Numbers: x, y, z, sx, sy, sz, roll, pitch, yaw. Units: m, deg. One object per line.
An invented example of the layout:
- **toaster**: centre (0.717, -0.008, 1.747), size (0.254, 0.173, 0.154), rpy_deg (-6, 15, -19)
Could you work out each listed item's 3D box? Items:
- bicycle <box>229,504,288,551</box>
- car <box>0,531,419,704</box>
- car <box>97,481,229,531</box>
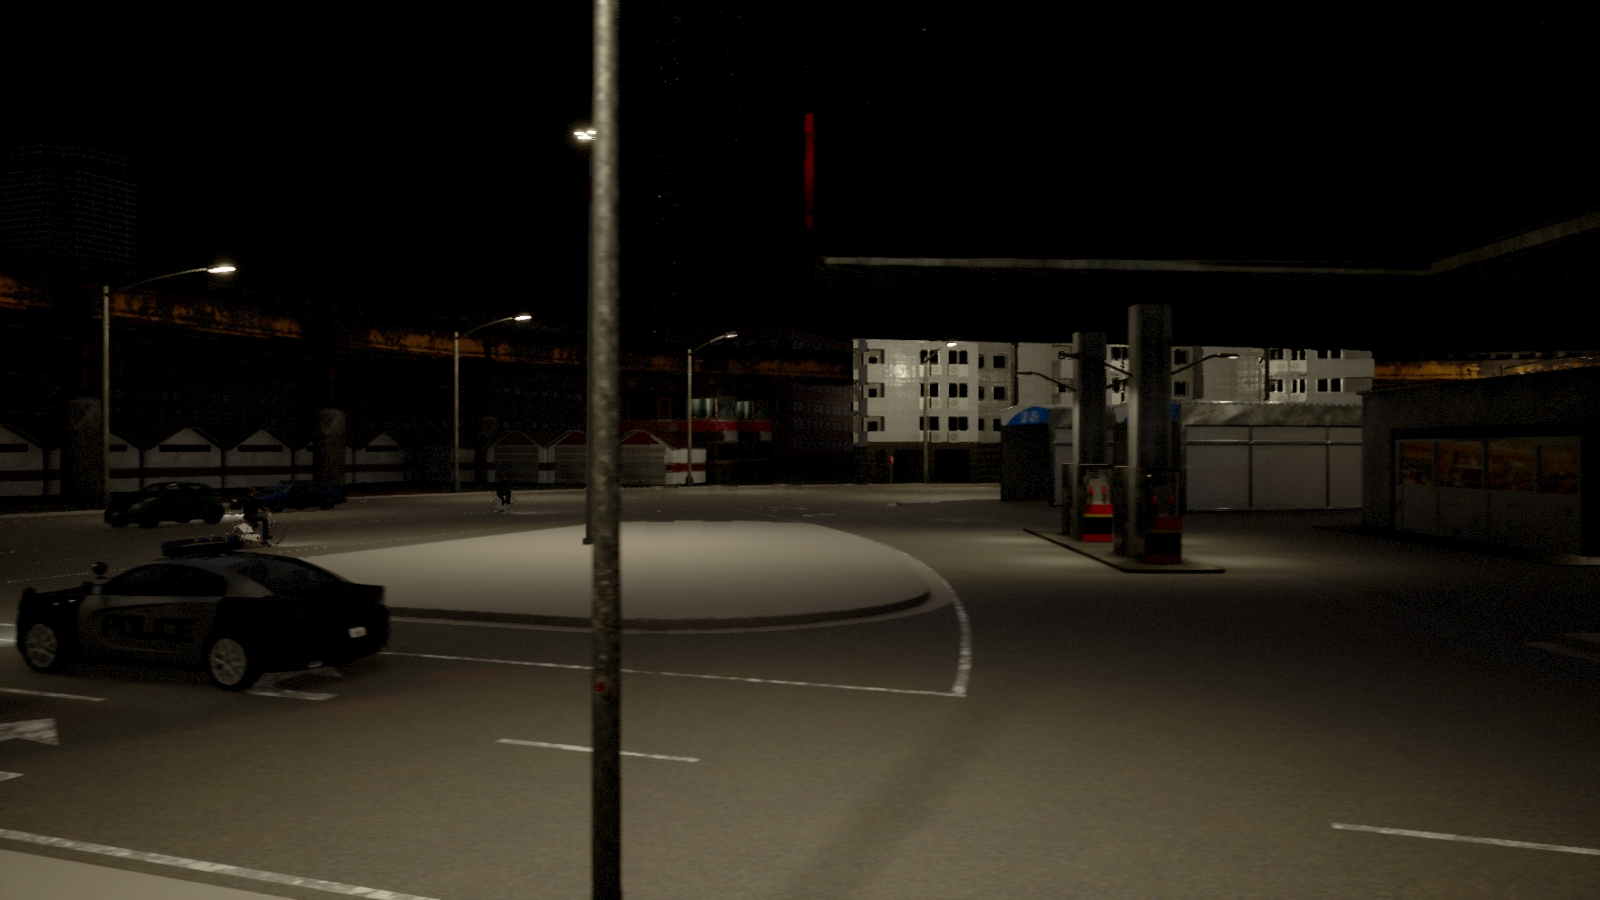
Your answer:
- **bicycle**: centre (-15.474, 2.198, 32.697), size (0.329, 1.196, 1.835), rpy_deg (0, 0, 20)
- **car**: centre (-7.676, 1.982, 14.470), size (5.238, 1.638, 2.097), rpy_deg (0, 0, 20)
- **car**: centre (-23.279, 2.000, 41.907), size (1.851, 1.617, 3.988), rpy_deg (0, 0, 21)
